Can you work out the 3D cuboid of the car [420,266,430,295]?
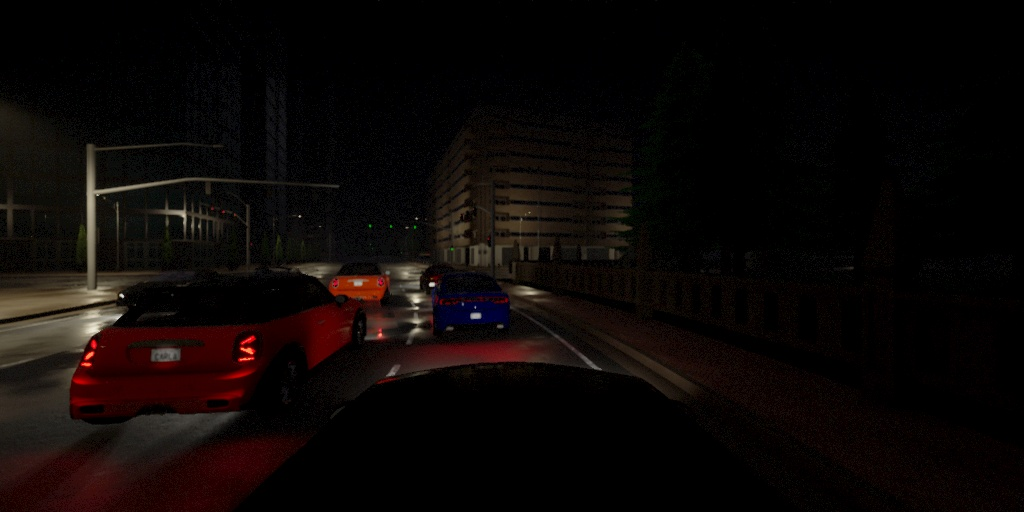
[{"bbox_3d":[-3.902,1.210,19.513,1.812,1.442,4.674,0,0,-20],"label":"car"}]

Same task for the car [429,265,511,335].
[{"bbox_3d":[-1.372,1.195,10.524,1.882,1.535,5.008,0,0,-13],"label":"car"}]

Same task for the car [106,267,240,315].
[{"bbox_3d":[-13.509,1.250,14.861,2.033,1.411,5.357,0,0,-19],"label":"car"}]

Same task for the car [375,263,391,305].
[{"bbox_3d":[-6.393,1.052,15.457,2.097,1.767,4.553,0,0,-17],"label":"car"}]

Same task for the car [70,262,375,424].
[{"bbox_3d":[-4.026,1.087,6.009,2.097,1.767,4.553,0,0,-7],"label":"car"}]

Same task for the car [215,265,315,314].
[{"bbox_3d":[-9.785,1.195,14.761,2.128,1.511,4.902,0,0,-19],"label":"car"}]
